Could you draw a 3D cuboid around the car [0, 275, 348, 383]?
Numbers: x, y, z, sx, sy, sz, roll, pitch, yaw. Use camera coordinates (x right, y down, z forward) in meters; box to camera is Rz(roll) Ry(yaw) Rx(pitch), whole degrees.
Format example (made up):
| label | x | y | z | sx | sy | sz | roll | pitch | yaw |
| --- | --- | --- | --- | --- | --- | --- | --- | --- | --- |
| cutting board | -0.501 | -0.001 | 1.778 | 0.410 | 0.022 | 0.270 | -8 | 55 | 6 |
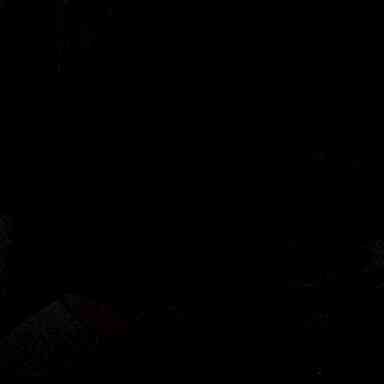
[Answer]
| label | x | y | z | sx | sy | sz | roll | pitch | yaw |
| --- | --- | --- | --- | --- | --- | --- | --- | --- | --- |
| car | -0.604 | 1.524 | 2.638 | 4.674 | 1.442 | 1.812 | 0 | 0 | -35 |
